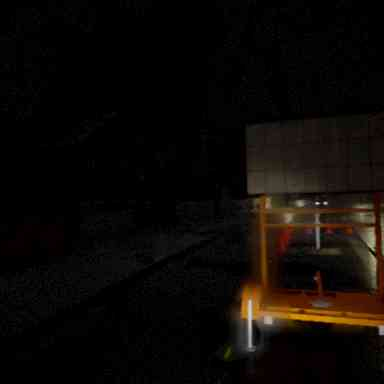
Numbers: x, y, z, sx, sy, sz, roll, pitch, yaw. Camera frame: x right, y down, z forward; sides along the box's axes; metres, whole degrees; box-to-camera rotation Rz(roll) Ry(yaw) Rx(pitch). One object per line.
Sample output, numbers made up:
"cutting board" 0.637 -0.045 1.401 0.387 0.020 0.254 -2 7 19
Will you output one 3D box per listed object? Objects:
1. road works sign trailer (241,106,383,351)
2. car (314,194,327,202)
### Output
"road works sign trailer" 2.168 0.438 5.769 2.380 3.560 2.880 -2 -1 19
"car" 26.211 1.007 67.923 2.150 2.045 5.566 -2 -1 18
